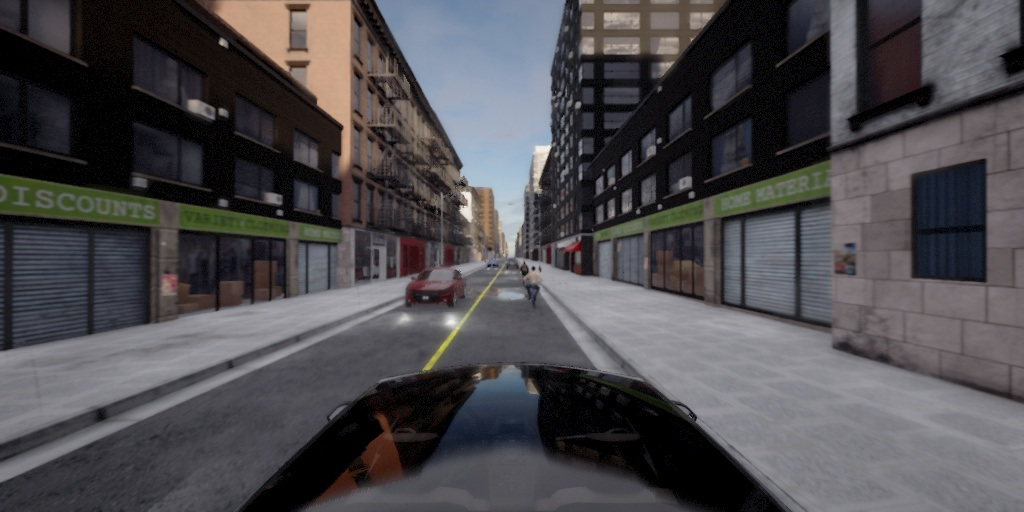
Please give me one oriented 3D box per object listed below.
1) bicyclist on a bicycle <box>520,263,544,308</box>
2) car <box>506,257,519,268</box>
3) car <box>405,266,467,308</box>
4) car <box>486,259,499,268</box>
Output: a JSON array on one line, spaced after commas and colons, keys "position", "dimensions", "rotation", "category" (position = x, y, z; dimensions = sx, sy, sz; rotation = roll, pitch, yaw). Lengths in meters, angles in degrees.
[{"position": [0.839, 1.185, 14.118], "dimensions": [0.866, 1.612, 1.509], "rotation": [0, 0, 0], "category": "bicyclist on a bicycle"}, {"position": [0.050, 1.132, 56.253], "dimensions": [2.128, 1.511, 4.902], "rotation": [0, 0, 0], "category": "car"}, {"position": [-3.094, 1.225, 15.318], "dimensions": [1.882, 1.535, 5.008], "rotation": [0, 0, 0], "category": "car"}, {"position": [-3.073, 1.181, 57.681], "dimensions": [2.033, 1.411, 5.357], "rotation": [0, 0, 1], "category": "car"}]
